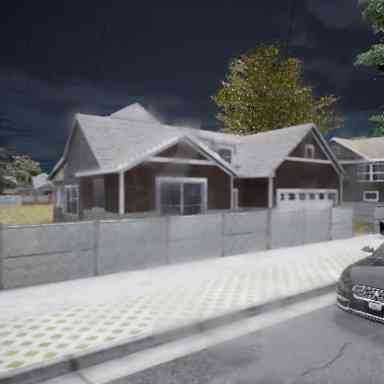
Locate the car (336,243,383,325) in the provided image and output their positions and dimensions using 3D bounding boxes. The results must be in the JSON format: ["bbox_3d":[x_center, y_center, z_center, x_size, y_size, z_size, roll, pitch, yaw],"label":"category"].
[{"bbox_3d":[4.762,1.492,6.463,4.892,1.490,1.837,0,0,-35],"label":"car"}]
